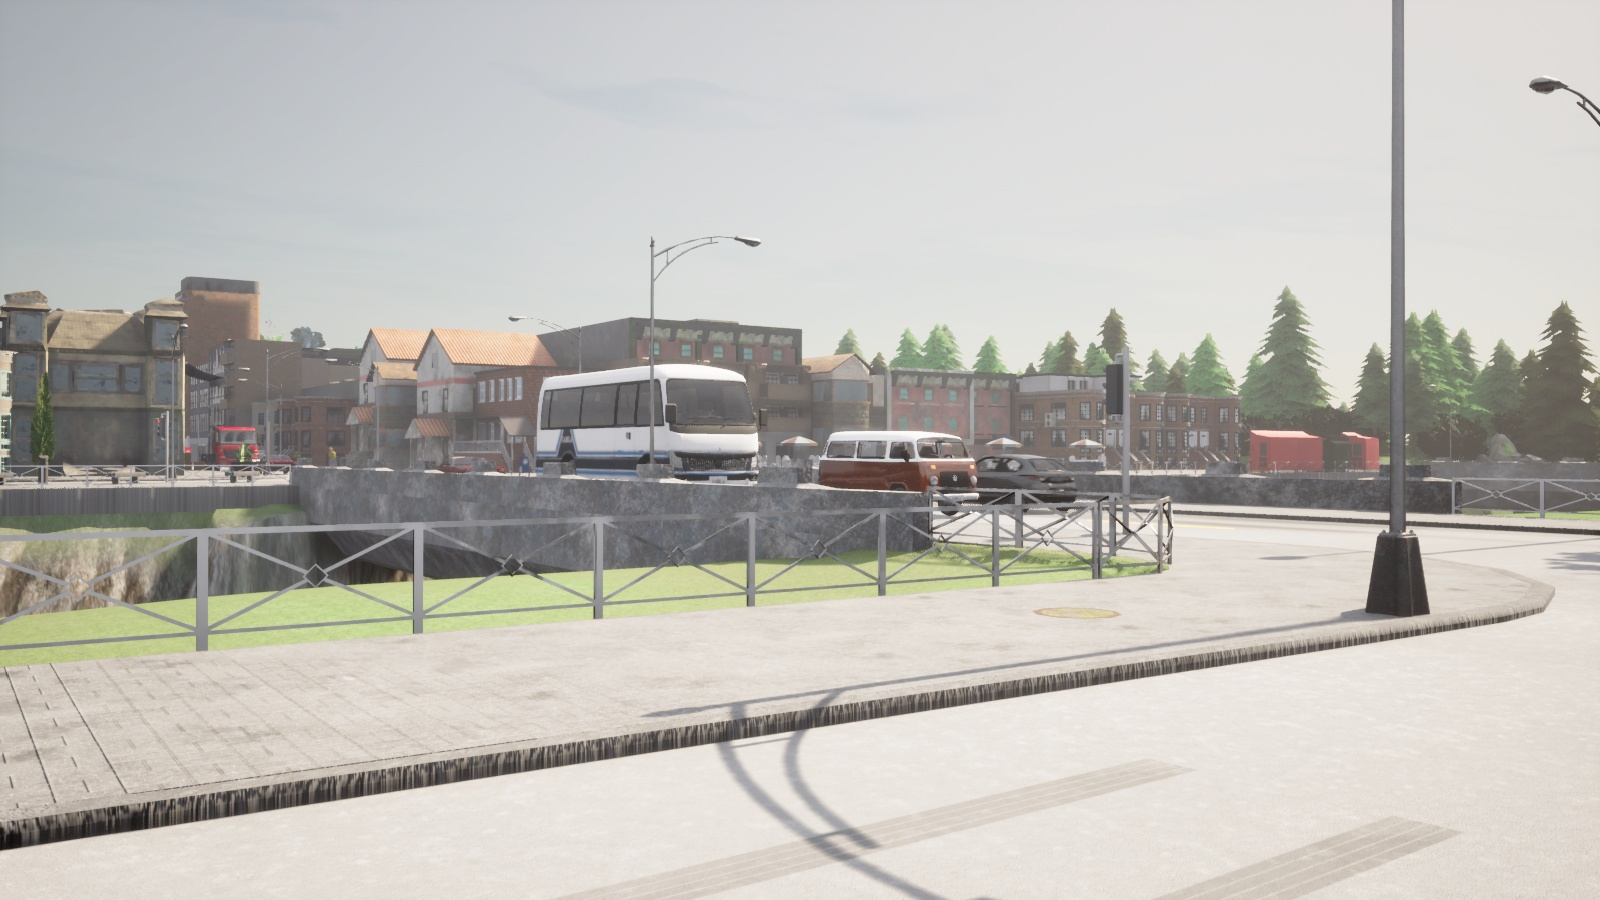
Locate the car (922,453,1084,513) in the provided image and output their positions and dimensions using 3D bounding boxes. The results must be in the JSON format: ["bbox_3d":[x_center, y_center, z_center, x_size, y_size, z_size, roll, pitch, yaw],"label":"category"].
[{"bbox_3d":[5.274,0.828,33.168,1.816,1.474,4.193,0,0,-35],"label":"car"}]

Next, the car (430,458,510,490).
[{"bbox_3d":[-14.330,1.009,54.373,1.895,1.301,4.718,0,0,-34],"label":"car"}]

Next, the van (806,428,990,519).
[{"bbox_3d":[2.286,0.538,30.458,2.069,2.038,4.480,0,0,-35],"label":"van"}]

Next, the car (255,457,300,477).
[{"bbox_3d":[-34.913,1.124,83.837,1.895,1.301,4.718,0,0,-34],"label":"car"}]

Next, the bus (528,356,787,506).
[{"bbox_3d":[-4.950,-0.521,40.842,3.944,4.253,10.273,0,0,-35],"label":"bus"}]
